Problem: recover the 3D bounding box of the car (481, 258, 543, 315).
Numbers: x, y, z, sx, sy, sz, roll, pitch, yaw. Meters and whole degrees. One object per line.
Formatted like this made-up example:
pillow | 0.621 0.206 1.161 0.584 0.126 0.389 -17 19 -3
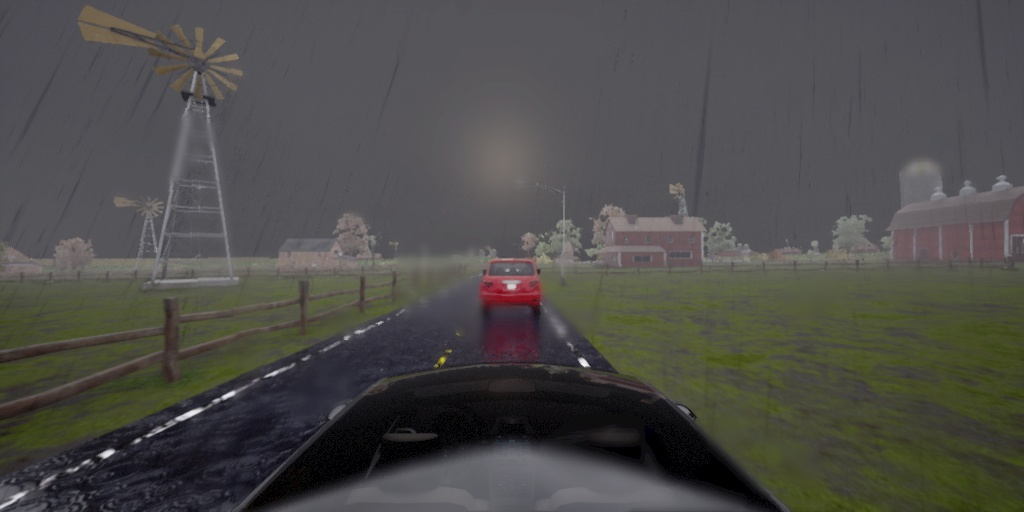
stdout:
car | 0.009 1.110 14.402 2.150 2.045 5.566 0 0 0
